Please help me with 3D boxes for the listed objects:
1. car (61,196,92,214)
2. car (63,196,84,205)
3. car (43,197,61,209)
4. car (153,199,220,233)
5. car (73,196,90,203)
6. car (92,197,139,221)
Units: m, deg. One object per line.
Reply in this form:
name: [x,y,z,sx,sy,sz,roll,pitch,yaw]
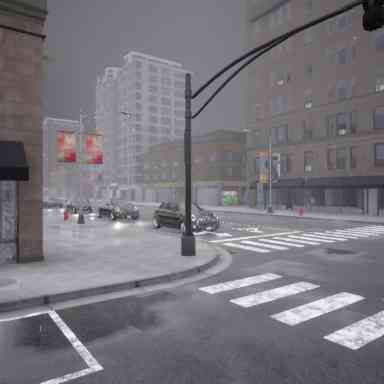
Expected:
car: [-12.167,1.454,35.596,1.837,1.490,4.892,0,0,-36]
car: [-21.317,1.449,59.698,2.033,1.411,5.357,0,0,-36]
car: [-18.673,1.437,44.682,1.837,1.490,4.892,0,0,-35]
car: [-0.430,1.332,19.337,2.097,1.767,4.553,0,0,-36]
car: [-22.107,1.450,66.326,1.994,1.385,4.181,0,0,-36]
car: [-6.111,1.317,27.200,2.097,1.767,4.553,0,0,-36]
